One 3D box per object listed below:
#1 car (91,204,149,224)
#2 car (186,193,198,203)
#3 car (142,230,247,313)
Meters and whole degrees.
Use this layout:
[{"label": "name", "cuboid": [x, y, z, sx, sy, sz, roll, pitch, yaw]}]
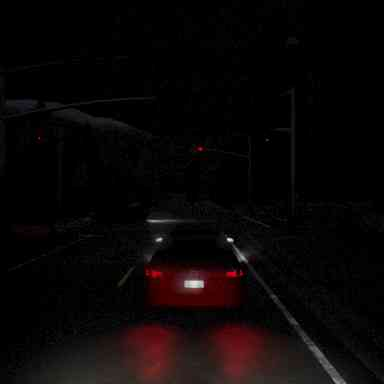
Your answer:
[{"label": "car", "cuboid": [-5.325, 1.557, 24.802, 4.181, 1.385, 1.994, 0, 0, -22]}, {"label": "car", "cuboid": [-0.009, 1.221, 67.380, 2.150, 2.045, 5.566, 0, 0, 0]}, {"label": "car", "cuboid": [0.060, 1.564, 7.762, 1.994, 1.385, 4.181, 0, 0, 1]}]
